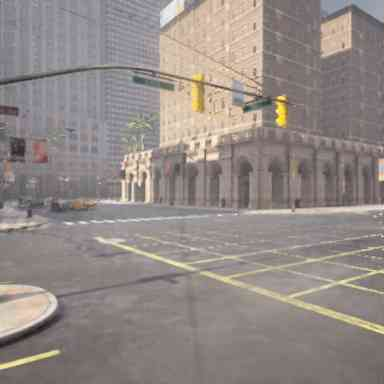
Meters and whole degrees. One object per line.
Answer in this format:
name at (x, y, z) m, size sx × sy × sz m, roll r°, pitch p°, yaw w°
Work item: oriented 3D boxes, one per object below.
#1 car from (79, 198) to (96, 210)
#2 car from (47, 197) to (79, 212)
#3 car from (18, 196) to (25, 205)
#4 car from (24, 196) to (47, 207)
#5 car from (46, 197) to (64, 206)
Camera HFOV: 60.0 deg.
car at (-14.042, 1.484, 43.318) m, size 1.882 × 1.535 × 5.008 m, roll 0°, pitch 0°, yaw -35°
car at (-15.196, 1.531, 39.092) m, size 1.812 × 1.442 × 4.674 m, roll 0°, pitch 0°, yaw -36°
car at (-30.162, 1.497, 60.227) m, size 1.837 × 1.490 × 4.892 m, roll 0°, pitch 0°, yaw -35°
car at (-24.424, 1.512, 51.962) m, size 1.837 × 1.490 × 4.892 m, roll 0°, pitch -1°, yaw -35°
car at (-23.430, 1.571, 56.667) m, size 1.994 × 1.385 × 4.181 m, roll 0°, pitch 0°, yaw -35°
